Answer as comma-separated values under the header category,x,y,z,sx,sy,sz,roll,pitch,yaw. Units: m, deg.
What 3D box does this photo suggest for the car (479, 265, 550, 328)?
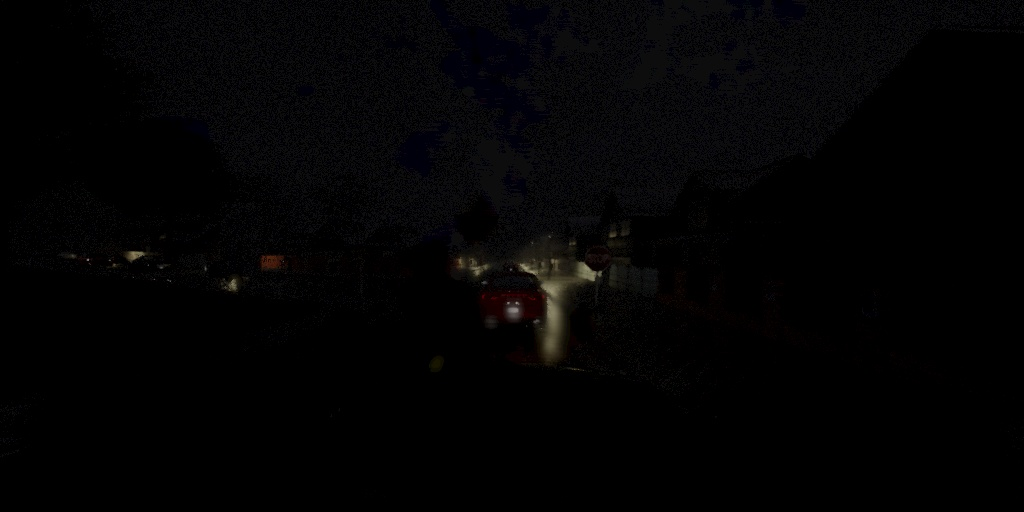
category,x,y,z,sx,sy,sz,roll,pitch,yaw
car,0.058,1.222,11.365,1.882,1.535,5.008,0,0,0

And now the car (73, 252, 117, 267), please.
category,x,y,z,sx,sy,sz,roll,pitch,yaw
car,-48.793,0.412,41.954,4.553,1.767,2.097,1,1,29

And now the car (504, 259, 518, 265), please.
category,x,y,z,sx,sy,sz,roll,pitch,yaw
car,-0.108,1.370,47.444,1.895,1.301,4.718,0,0,0

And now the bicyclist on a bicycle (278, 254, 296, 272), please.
category,x,y,z,sx,sy,sz,roll,pitch,yaw
bicyclist on a bicycle,-20.486,0.670,32.670,0.582,1.620,1.656,1,1,29

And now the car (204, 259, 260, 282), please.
category,x,y,z,sx,sy,sz,roll,pitch,yaw
car,-20.058,0.970,25.711,4.902,1.511,2.128,1,1,29

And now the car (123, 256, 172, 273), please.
category,x,y,z,sx,sy,sz,roll,pitch,yaw
car,-33.462,0.764,33.244,4.902,1.511,2.128,1,1,29
